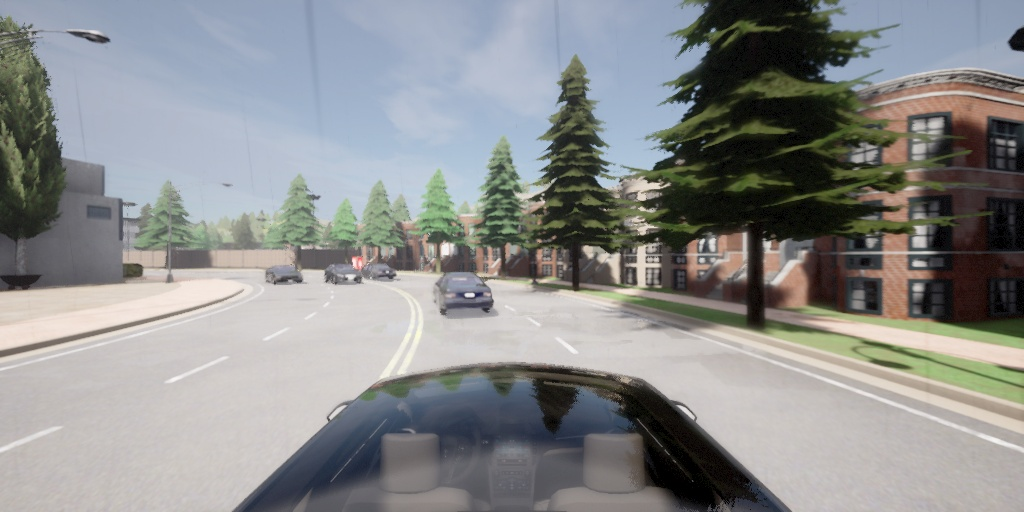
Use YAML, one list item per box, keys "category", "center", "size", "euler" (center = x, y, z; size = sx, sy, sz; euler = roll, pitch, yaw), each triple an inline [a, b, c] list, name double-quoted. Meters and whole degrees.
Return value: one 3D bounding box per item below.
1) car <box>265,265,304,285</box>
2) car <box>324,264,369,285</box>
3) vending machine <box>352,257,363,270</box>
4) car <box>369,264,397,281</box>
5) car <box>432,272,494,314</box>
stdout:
- category: "car"
  center: [-17.528, 1.406, 27.462]
  size: [2.033, 1.411, 5.357]
  euler: [0, 0, -42]
- category: "car"
  center: [-12.807, 1.338, 27.067]
  size: [2.128, 1.511, 4.902]
  euler: [0, 0, -39]
- category: "vending machine"
  center: [-20.845, 1.118, 48.370]
  size: [0.880, 2.100, 1.100]
  euler: [0, 0, 29]
- category: "car"
  center: [-12.270, 1.408, 32.272]
  size: [2.033, 1.411, 5.357]
  euler: [0, 0, -42]
- category: "car"
  center: [-2.079, 1.336, 14.157]
  size: [2.033, 1.411, 5.357]
  euler: [0, 0, -16]
